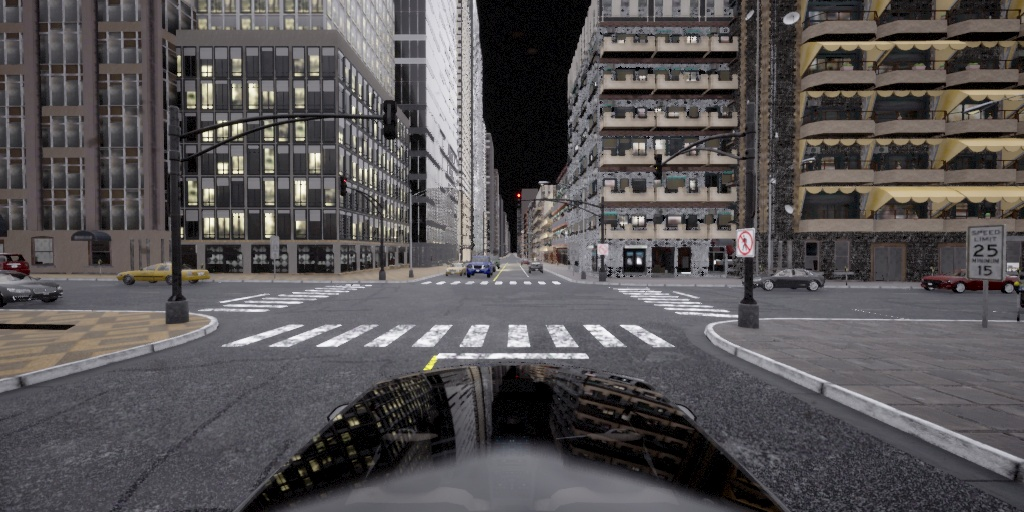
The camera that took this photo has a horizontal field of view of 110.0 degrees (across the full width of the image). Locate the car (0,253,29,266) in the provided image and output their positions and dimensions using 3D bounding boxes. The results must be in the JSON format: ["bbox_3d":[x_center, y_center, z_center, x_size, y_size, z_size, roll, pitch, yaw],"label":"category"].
[{"bbox_3d":[-33.577,0.713,22.516,5.009,1.841,2.192,0,0,1],"label":"car"}]

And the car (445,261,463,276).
[{"bbox_3d":[-5.629,1.266,36.409,1.751,1.417,4.829,0,0,0],"label":"car"}]

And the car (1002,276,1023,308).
[{"bbox_3d":[21.736,1.576,13.257,4.313,1.339,1.948,0,0,1],"label":"car"}]

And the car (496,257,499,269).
[{"bbox_3d":[-3.016,1.217,45.230,1.882,1.535,5.008,0,0,0],"label":"car"}]

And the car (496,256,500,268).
[{"bbox_3d":[-2.994,0.960,55.445,2.150,2.045,5.566,0,0,0],"label":"car"}]

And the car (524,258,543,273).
[{"bbox_3d":[2.762,1.290,42.219,2.007,1.370,4.403,0,0,0],"label":"car"}]

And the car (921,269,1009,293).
[{"bbox_3d":[27.409,1.462,21.548,4.507,1.381,1.888,0,0,1],"label":"car"}]

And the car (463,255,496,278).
[{"bbox_3d":[-3.042,0.963,34.710,2.150,2.045,5.566,0,0,0],"label":"car"}]

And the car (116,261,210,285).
[{"bbox_3d":[-21.631,1.030,22.290,4.829,1.417,1.751,0,0,1],"label":"car"}]

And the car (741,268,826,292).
[{"bbox_3d":[16.344,1.376,21.723,4.403,1.370,2.007,0,0,1],"label":"car"}]

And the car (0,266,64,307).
[{"bbox_3d":[-20.265,1.204,13.954,4.403,1.370,2.007,0,0,1],"label":"car"}]
